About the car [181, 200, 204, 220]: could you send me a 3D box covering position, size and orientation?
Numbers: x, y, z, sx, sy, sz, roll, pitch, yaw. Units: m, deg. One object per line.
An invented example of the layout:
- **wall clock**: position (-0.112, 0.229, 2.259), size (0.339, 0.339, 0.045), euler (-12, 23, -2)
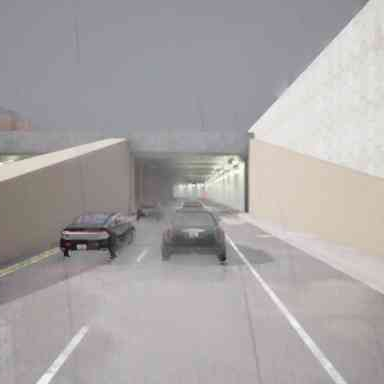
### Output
- **car**: position (0.074, 1.501, 29.413), size (1.882, 1.535, 5.008), euler (0, 0, 0)

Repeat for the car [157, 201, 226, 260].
- **car**: position (0.068, 1.361, 12.567), size (2.097, 1.767, 4.553), euler (0, 0, 0)

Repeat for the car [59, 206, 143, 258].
- **car**: position (-3.430, 1.502, 12.824), size (2.128, 1.511, 4.902), euler (0, 0, 0)

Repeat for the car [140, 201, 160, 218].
- **car**: position (-3.432, 1.514, 27.882), size (2.128, 1.511, 4.902), euler (0, 0, 0)
